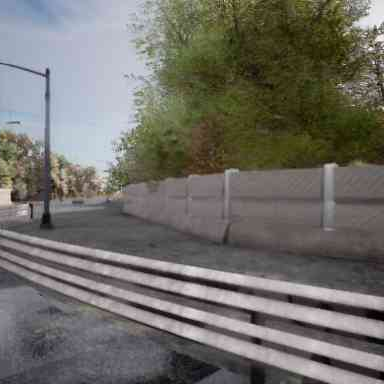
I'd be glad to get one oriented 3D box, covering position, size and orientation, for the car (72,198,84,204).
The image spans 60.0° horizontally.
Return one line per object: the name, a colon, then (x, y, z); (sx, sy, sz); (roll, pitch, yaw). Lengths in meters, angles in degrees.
car: (-24.615, 1.929, 71.747); (1.994, 1.385, 4.181); (0, 0, -10)
